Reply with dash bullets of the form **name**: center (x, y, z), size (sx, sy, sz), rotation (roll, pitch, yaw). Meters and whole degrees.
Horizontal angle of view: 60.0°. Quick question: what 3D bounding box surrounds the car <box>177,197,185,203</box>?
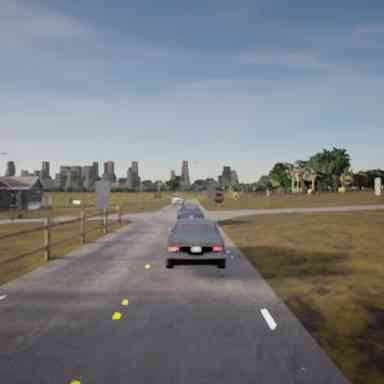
- **car**: center (-2.701, 1.980, 81.221), size (1.812, 1.442, 4.674), rotation (0, 0, 0)

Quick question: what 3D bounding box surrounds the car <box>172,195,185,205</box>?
- **car**: center (-2.724, 1.559, 65.799), size (2.150, 2.045, 5.566), rotation (0, 0, 0)

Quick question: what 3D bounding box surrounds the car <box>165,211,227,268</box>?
- **car**: center (0.106, 1.597, 11.424), size (2.033, 1.411, 5.357), rotation (0, 0, 0)

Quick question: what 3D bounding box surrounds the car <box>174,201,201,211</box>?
- **car**: center (-0.197, 1.687, 25.893), size (1.994, 1.385, 4.181), rotation (0, 0, -4)
